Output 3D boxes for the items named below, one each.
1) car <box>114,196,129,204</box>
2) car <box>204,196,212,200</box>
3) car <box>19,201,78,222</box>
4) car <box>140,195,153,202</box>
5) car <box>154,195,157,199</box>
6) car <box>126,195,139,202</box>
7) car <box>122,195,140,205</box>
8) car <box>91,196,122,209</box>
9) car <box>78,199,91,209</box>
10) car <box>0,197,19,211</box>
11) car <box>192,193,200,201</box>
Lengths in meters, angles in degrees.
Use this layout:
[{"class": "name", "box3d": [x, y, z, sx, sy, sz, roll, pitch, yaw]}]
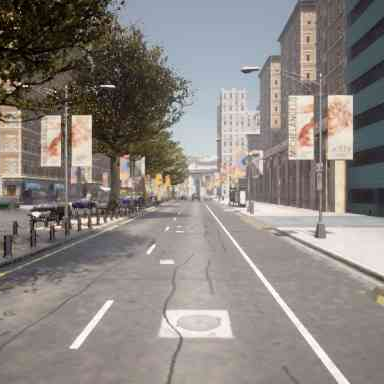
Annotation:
[{"class": "car", "box3d": [-14.218, 1.529, 67.466, 1.837, 1.490, 4.892, 0, 0, 1]}, {"class": "car", "box3d": [4.305, 1.626, 89.987, 1.895, 1.301, 4.718, 0, 0, 1]}, {"class": "car", "box3d": [-11.297, 1.500, 26.583, 2.128, 1.511, 4.902, 0, 0, 1]}, {"class": "car", "box3d": [-10.641, 1.380, 73.497, 2.097, 1.767, 4.553, 0, 0, 1]}, {"class": "car", "box3d": [-10.457, 1.457, 88.996, 1.895, 1.301, 4.718, 0, 0, 1]}, {"class": "car", "box3d": [-14.075, 1.551, 79.071, 2.128, 1.511, 4.902, 0, 0, 1]}, {"class": "car", "box3d": [-10.899, 1.620, 58.359, 1.895, 1.301, 4.718, 0, 0, 1]}, {"class": "car", "box3d": [-11.095, 1.367, 43.448, 2.097, 1.767, 4.553, 0, 0, 1]}, {"class": "car", "box3d": [-14.579, 1.616, 44.840, 1.895, 1.301, 4.718, 0, 0, 1]}, {"class": "car", "box3d": [-22.668, 1.364, 39.040, 4.553, 1.767, 2.097, 0, 0, -24]}, {"class": "car", "box3d": [1.051, 1.256, 89.633, 2.150, 2.045, 5.566, 0, 0, 1]}]
